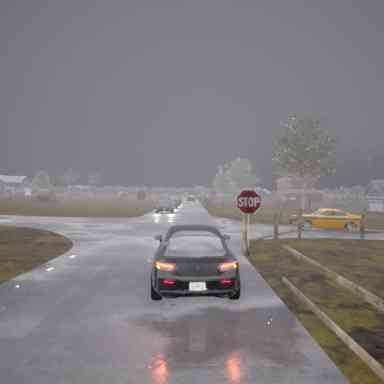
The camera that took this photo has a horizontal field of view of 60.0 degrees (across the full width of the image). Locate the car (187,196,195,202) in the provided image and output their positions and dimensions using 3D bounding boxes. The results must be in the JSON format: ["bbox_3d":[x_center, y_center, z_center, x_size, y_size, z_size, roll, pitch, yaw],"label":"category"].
[{"bbox_3d":[-0.192,1.563,78.464,1.882,1.535,5.008,0,0,0],"label":"car"}]

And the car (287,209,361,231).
[{"bbox_3d":[9.273,1.901,23.376,5.008,1.535,1.882,2,0,-4],"label":"car"}]

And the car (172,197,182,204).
[{"bbox_3d":[-2.943,1.664,65.973,1.895,1.301,4.718,0,0,0],"label":"car"}]

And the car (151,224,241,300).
[{"bbox_3d":[0.027,1.528,8.265,1.812,1.442,4.674,0,0,-2],"label":"car"}]

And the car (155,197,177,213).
[{"bbox_3d":[-2.939,1.529,37.139,1.837,1.490,4.892,0,0,0],"label":"car"}]

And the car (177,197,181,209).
[{"bbox_3d":[-2.953,1.596,46.284,1.994,1.385,4.181,0,0,0],"label":"car"}]
